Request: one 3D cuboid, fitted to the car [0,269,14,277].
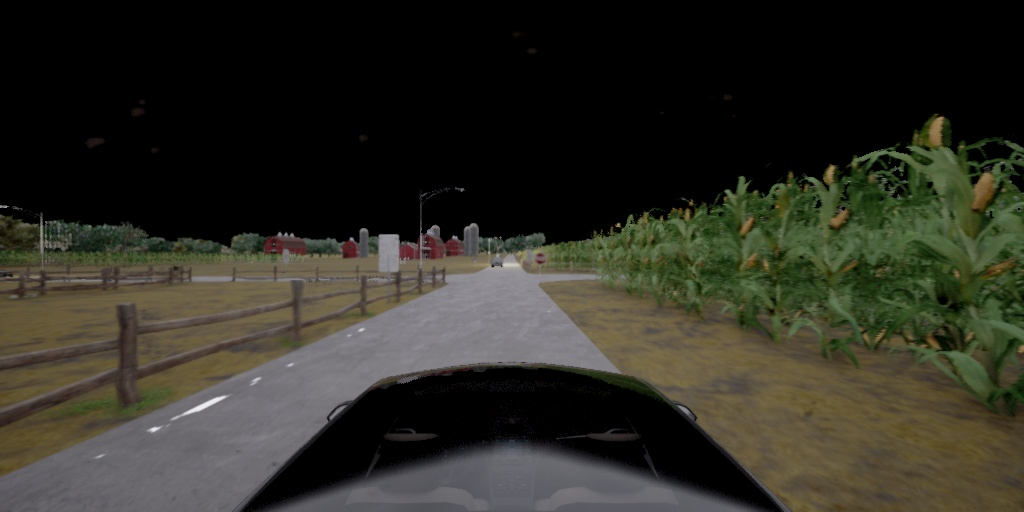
[{"bbox_3d":[-51.885,1.673,35.115,4.181,1.385,1.994,0,1,0],"label":"car"}]
